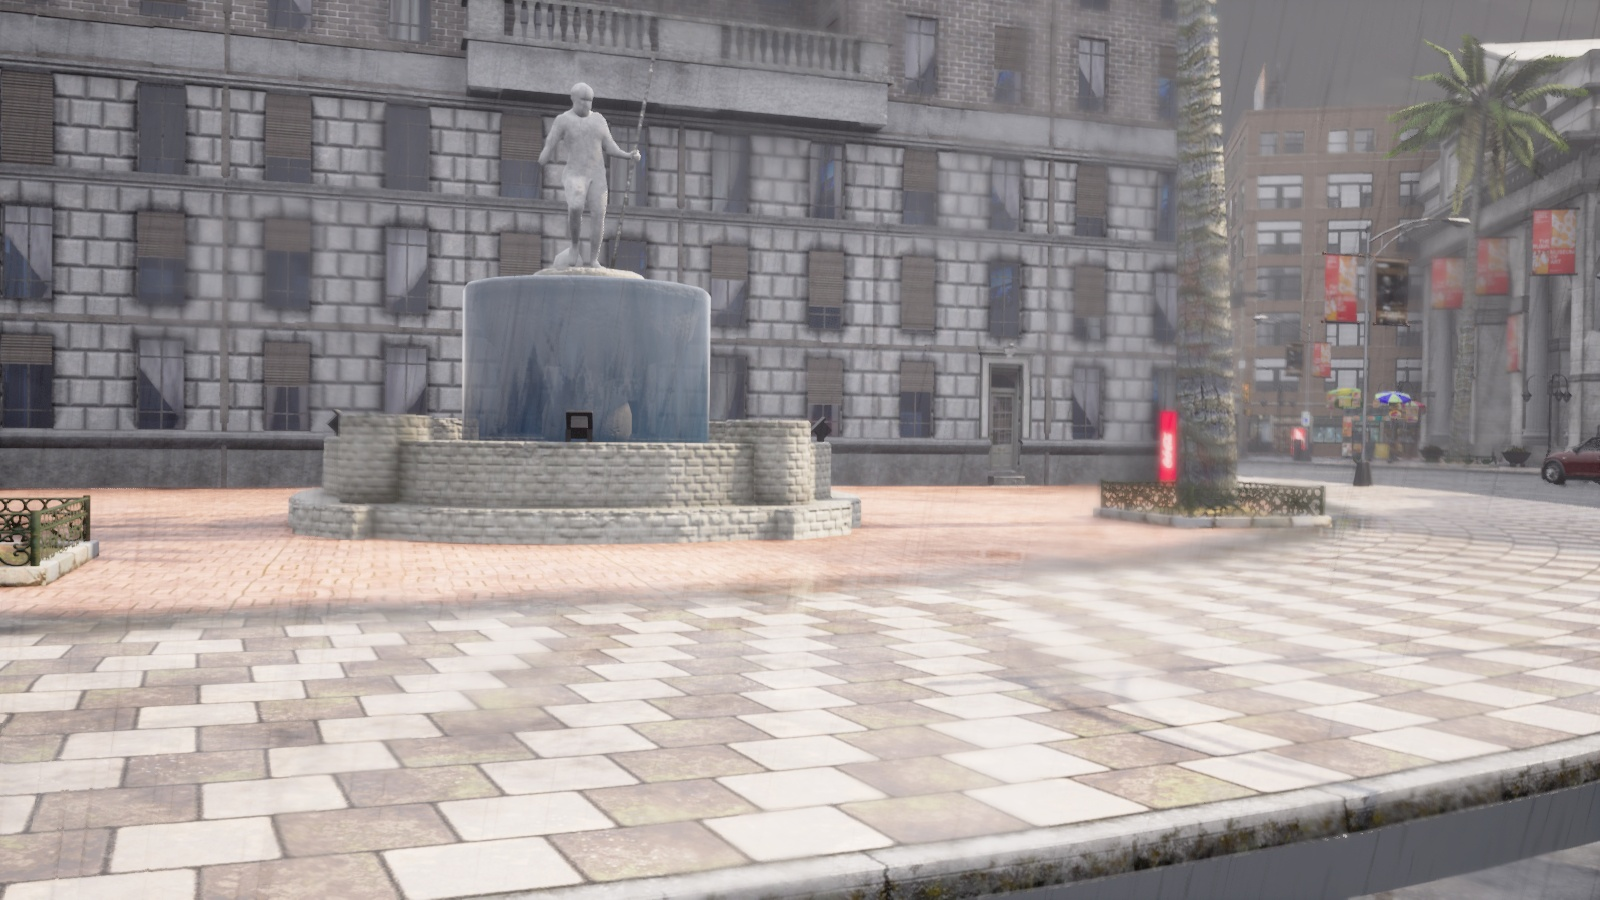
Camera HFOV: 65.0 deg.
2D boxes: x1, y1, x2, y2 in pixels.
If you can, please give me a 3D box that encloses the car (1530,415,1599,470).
[{"bbox_3d":[26.902,-0.266,41.719,2.097,1.767,4.553,-1,1,-10],"label":"car"}]
